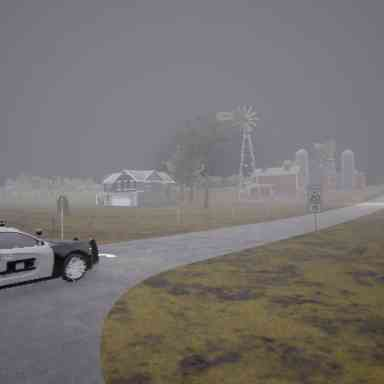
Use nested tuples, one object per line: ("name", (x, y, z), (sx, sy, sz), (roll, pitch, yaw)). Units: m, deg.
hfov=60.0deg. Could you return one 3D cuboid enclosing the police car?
("police car", (-4.605, 1.482, 7.865), (1.930, 1.638, 5.238), (-2, -2, 36))
